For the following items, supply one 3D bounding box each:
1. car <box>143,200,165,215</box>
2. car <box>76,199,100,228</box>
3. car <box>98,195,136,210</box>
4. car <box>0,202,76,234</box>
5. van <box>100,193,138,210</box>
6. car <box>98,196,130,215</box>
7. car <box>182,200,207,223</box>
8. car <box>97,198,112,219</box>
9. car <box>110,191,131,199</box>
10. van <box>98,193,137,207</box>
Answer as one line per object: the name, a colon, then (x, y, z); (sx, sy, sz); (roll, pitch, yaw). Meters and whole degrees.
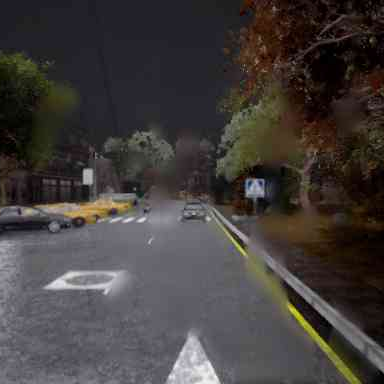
car: (-3.879, 1.583, 34.772); (1.994, 1.385, 4.181); (0, 1, 0)
car: (-8.938, 1.503, 21.361); (5.366, 1.575, 1.946); (-1, 0, -20)
car: (-9.127, 1.490, 36.316); (5.008, 1.535, 2.097); (-1, 0, -20)
car: (-9.128, 1.506, 18.297); (4.892, 1.521, 2.231); (-1, 0, -20)
van: (-9.263, 1.196, 42.262); (4.442, 1.987, 1.878); (-1, 1, -20)
car: (-9.280, 1.517, 33.248); (5.366, 1.575, 1.946); (-1, 0, -20)
car: (0.170, 1.577, 25.990); (2.033, 1.411, 5.357); (0, 0, 1)
car: (-8.933, 1.508, 24.362); (5.366, 1.575, 1.946); (-1, 0, -20)
car: (-15.802, 0.591, 73.585); (4.902, 1.511, 2.128); (2, 1, 41)
van: (-9.247, 1.231, 39.261); (4.442, 1.987, 1.878); (-1, 1, -20)
